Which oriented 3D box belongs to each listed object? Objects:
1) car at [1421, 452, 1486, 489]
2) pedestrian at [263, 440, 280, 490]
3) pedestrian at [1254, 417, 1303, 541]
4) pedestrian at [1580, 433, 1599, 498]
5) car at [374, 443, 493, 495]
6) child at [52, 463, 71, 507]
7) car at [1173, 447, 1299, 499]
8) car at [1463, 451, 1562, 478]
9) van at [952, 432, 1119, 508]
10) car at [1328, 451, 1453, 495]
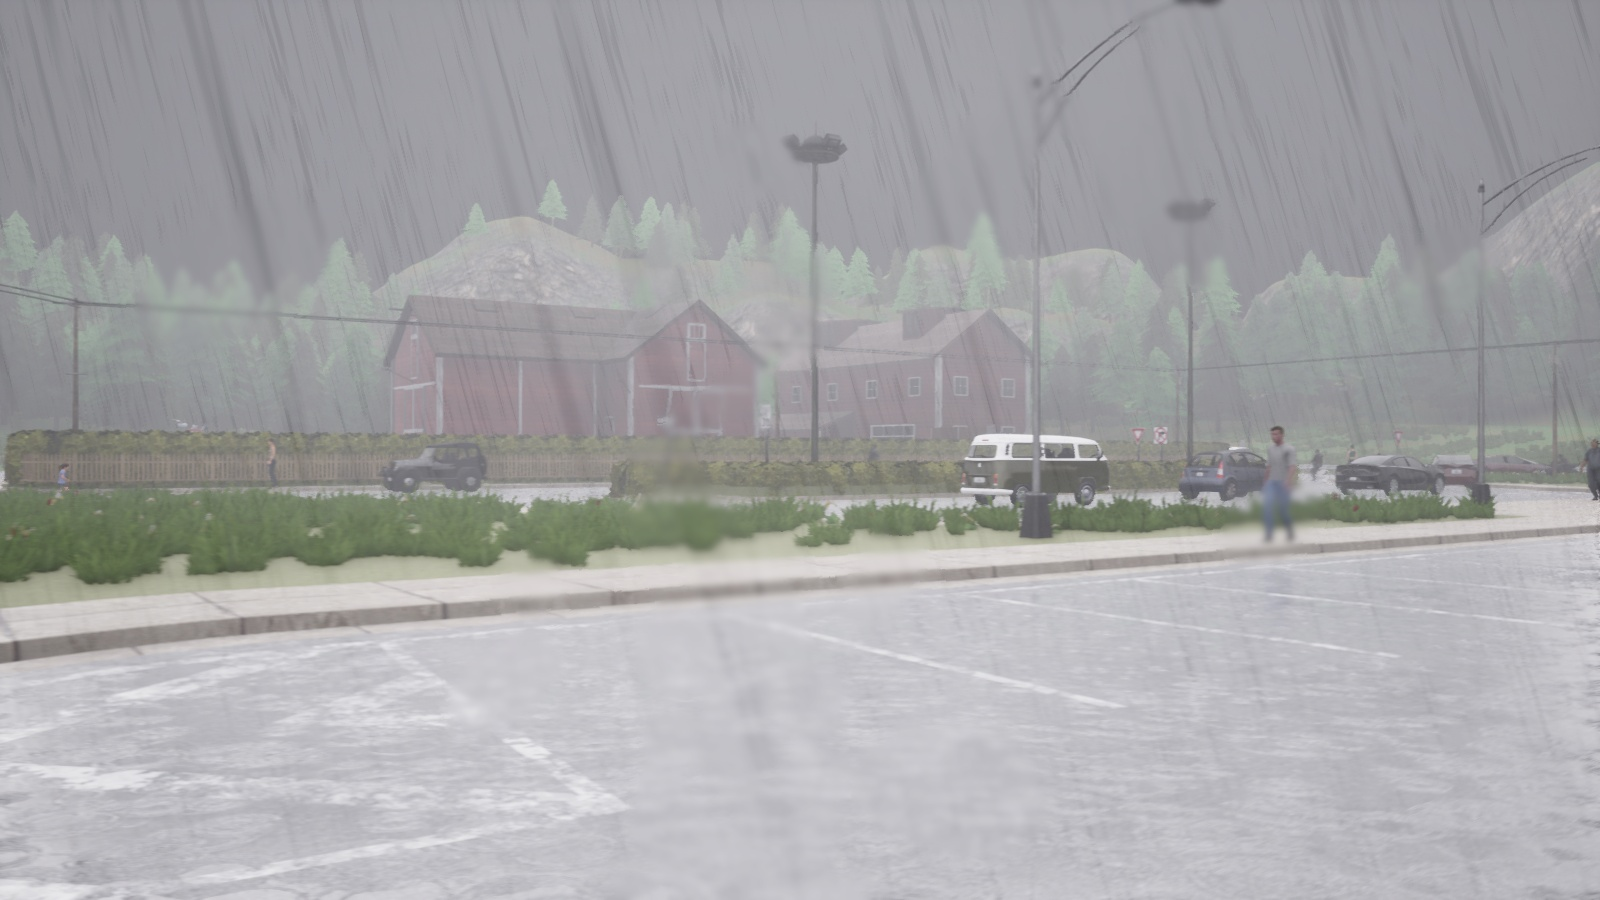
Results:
[{"bbox_3d":[27.659,0.817,53.282,2.163,1.488,4.792,0,0,24],"label":"car"},{"bbox_3d":[-19.667,0.557,46.728,0.594,1.836,0.345,0,0,-23],"label":"pedestrian"},{"bbox_3d":[7.235,0.432,18.969,0.706,1.836,0.354,0,0,-36],"label":"pedestrian"},{"bbox_3d":[22.782,0.440,35.977,0.694,1.848,0.540,0,0,-42],"label":"pedestrian"},{"bbox_3d":[-13.719,0.686,47.077,3.866,1.878,1.905,0,0,-34],"label":"car"},{"bbox_3d":[-19.121,0.901,32.506,0.394,1.110,0.255,0,0,-34],"label":"child"},{"bbox_3d":[14.214,0.714,40.893,3.988,1.617,1.851,0,0,-34],"label":"car"},{"bbox_3d":[41.347,0.836,72.903,4.792,1.488,2.163,0,0,35],"label":"car"},{"bbox_3d":[6.731,0.542,35.786,4.480,2.038,2.069,0,0,-33],"label":"van"},{"bbox_3d":[21.663,0.790,46.008,5.008,1.535,1.882,0,0,-35],"label":"car"}]
